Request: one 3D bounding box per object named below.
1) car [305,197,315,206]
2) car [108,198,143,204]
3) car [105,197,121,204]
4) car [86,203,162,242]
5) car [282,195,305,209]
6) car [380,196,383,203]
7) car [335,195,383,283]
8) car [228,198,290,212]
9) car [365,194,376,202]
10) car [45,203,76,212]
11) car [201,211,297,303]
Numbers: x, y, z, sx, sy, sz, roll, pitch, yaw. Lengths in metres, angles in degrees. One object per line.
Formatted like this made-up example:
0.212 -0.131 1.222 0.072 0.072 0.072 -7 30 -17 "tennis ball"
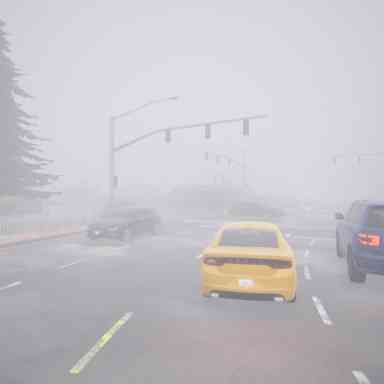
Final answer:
18.654 1.517 53.873 1.812 1.442 4.674 0 0 32 "car"
-5.366 1.576 31.493 4.674 1.442 1.812 0 0 32 "car"
-7.590 1.401 36.996 4.553 1.767 2.097 0 0 32 "car"
-3.179 1.501 16.493 1.837 1.490 4.892 0 0 22 "car"
13.304 1.540 45.136 2.033 1.411 5.357 0 0 31 "car"
40.442 1.528 69.221 2.033 1.411 5.357 0 0 31 "car"
5.446 1.220 9.425 2.150 2.045 5.566 0 0 19 "car"
5.542 1.543 28.837 4.892 1.490 1.837 0 0 32 "car"
42.761 1.342 79.727 2.097 1.767 4.553 0 0 31 "car"
-15.199 1.575 37.605 4.674 1.442 1.812 0 0 32 "car"
1.483 1.476 8.390 1.882 1.535 5.008 0 0 12 "car"
